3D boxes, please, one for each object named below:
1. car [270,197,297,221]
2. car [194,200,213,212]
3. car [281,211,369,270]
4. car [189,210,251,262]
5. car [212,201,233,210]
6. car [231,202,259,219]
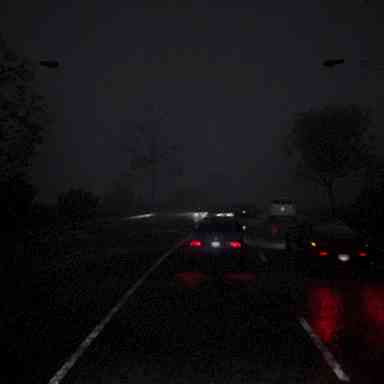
[{"bbox_3d":[8.331,1.483,30.287,2.150,2.045,5.566,0,0,17],"label":"car"},{"bbox_3d":[1.847,1.822,43.908,2.128,1.511,4.902,0,-1,23],"label":"car"},{"bbox_3d":[4.448,1.626,11.420,1.812,1.442,4.674,0,0,7],"label":"car"},{"bbox_3d":[1.037,1.647,12.564,2.033,1.411,5.357,0,0,7],"label":"car"},{"bbox_3d":[4.643,1.875,41.632,2.033,1.411,5.357,0,0,21],"label":"car"},{"bbox_3d":[5.357,1.828,32.345,1.994,1.385,4.181,0,0,17],"label":"car"}]
